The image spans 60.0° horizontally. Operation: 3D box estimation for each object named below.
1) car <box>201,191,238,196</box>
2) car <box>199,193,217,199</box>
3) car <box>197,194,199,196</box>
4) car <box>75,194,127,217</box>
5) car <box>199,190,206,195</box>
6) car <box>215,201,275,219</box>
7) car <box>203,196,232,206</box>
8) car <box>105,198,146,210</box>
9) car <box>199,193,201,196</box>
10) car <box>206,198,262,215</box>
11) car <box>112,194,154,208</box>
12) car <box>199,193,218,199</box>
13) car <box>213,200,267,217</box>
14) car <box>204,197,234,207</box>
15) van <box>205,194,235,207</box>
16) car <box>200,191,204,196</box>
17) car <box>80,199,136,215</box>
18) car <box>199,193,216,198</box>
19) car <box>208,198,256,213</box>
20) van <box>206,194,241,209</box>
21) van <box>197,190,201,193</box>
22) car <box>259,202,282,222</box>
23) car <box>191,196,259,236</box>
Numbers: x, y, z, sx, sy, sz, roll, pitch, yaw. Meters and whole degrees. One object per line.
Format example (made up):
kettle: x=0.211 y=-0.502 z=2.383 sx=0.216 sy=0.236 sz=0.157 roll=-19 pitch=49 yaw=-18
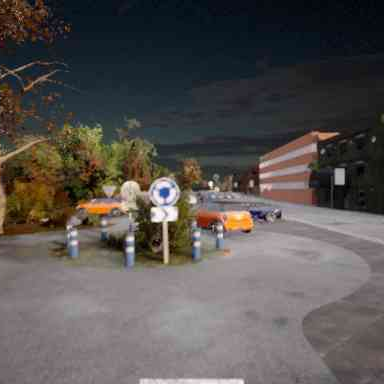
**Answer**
car: x=4.322 y=1.230 z=41.799 sx=5.566 sy=2.045 sz=2.435 roll=0 pitch=0 yaw=0
car: x=4.304 y=1.021 z=89.854 sx=4.674 sy=1.452 sz=2.002 roll=0 pitch=1 yaw=0
car: x=-0.114 y=1.463 z=58.819 sx=1.812 sy=1.442 sz=4.674 roll=0 pitch=1 yaw=0
car: x=-8.258 y=1.313 z=30.464 sx=4.553 sy=1.767 sz=2.185 roll=0 pitch=0 yaw=0
car: x=4.271 y=1.094 z=72.899 sx=4.553 sy=1.767 sz=2.185 roll=0 pitch=1 yaw=0
car: x=4.287 y=1.471 z=27.670 sx=4.674 sy=1.452 sz=2.002 roll=0 pitch=0 yaw=0
car: x=4.300 y=1.498 z=55.948 sx=4.674 sy=1.452 sz=2.002 roll=0 pitch=1 yaw=0
car: x=-8.254 y=1.508 z=41.633 sx=4.792 sy=1.488 sz=2.163 roll=0 pitch=0 yaw=0
car: x=4.297 y=1.379 z=64.425 sx=4.674 sy=1.452 sz=2.002 roll=0 pitch=1 yaw=0
car: x=4.106 y=1.448 z=33.321 sx=5.366 sy=1.575 sz=1.946 roll=0 pitch=0 yaw=0
car: x=-8.253 y=1.247 z=47.282 sx=5.566 sy=2.045 sz=2.435 roll=0 pitch=0 yaw=0
car: x=4.335 y=1.051 z=87.028 sx=4.792 sy=1.488 sz=2.163 roll=0 pitch=1 yaw=0
car: x=4.288 y=1.481 z=30.495 sx=4.674 sy=1.452 sz=2.002 roll=0 pitch=0 yaw=0
car: x=4.294 y=1.533 z=53.114 sx=4.674 sy=1.452 sz=2.002 roll=0 pitch=1 yaw=0
van: x=4.179 y=1.282 z=50.155 sx=4.442 sy=1.987 sz=1.878 roll=0 pitch=0 yaw=0
car: x=4.267 y=1.253 z=61.597 sx=4.553 sy=1.767 sz=2.185 roll=0 pitch=1 yaw=0
car: x=-8.283 y=1.448 z=33.163 sx=5.008 sy=1.535 sz=2.097 roll=0 pitch=0 yaw=0
car: x=4.310 y=0.981 z=92.679 sx=4.674 sy=1.452 sz=2.002 roll=0 pitch=1 yaw=0
car: x=4.297 y=1.461 z=36.147 sx=5.008 sy=1.535 sz=2.097 roll=0 pitch=0 yaw=0
van: x=4.178 y=1.266 z=44.625 sx=4.442 sy=1.987 sz=1.878 roll=0 pitch=0 yaw=0
van: x=4.188 y=0.835 z=84.199 sx=4.442 sy=1.987 sz=1.878 roll=0 pitch=1 yaw=0
car: x=4.260 y=1.451 z=24.843 sx=4.792 sy=1.488 sz=2.163 roll=0 pitch=0 yaw=0
car: x=1.223 y=1.282 z=18.398 sx=2.097 sy=1.767 sz=4.553 roll=0 pitch=1 yaw=-31
